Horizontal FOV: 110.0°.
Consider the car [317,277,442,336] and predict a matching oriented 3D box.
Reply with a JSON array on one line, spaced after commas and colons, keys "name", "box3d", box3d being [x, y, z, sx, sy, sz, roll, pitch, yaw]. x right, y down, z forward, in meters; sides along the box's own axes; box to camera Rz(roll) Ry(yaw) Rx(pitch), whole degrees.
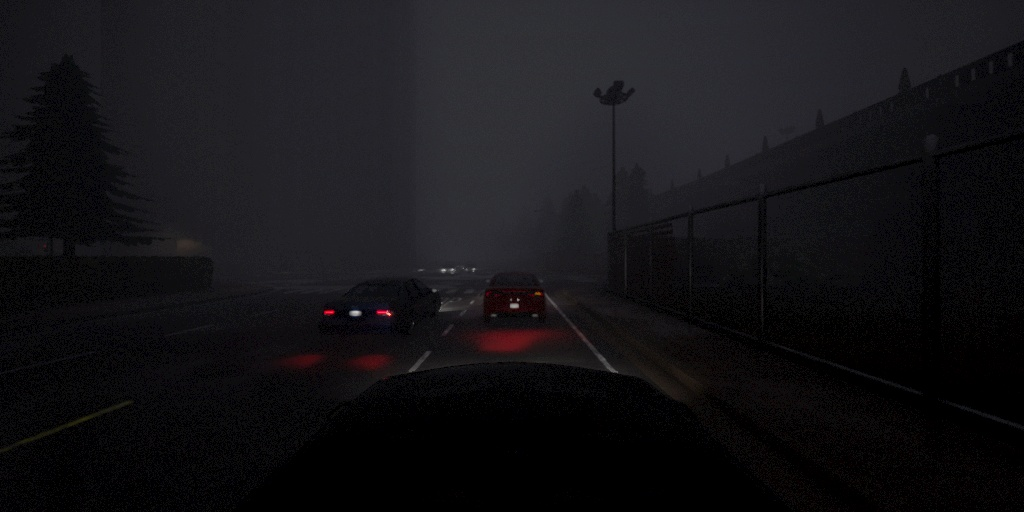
[{"name": "car", "box3d": [-3.426, 1.317, 10.392, 2.033, 1.411, 5.357, 0, 0, 0]}]

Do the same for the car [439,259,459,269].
[{"name": "car", "box3d": [-10.615, 1.481, 60.749, 1.895, 1.301, 4.718, 0, 0, -1]}]

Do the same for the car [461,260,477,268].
[{"name": "car", "box3d": [-7.272, 1.449, 62.871, 1.994, 1.385, 4.181, 0, 0, -2]}]

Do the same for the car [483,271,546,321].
[{"name": "car", "box3d": [0.091, 1.252, 12.534, 1.882, 1.535, 5.008, 0, 0, 0]}]
